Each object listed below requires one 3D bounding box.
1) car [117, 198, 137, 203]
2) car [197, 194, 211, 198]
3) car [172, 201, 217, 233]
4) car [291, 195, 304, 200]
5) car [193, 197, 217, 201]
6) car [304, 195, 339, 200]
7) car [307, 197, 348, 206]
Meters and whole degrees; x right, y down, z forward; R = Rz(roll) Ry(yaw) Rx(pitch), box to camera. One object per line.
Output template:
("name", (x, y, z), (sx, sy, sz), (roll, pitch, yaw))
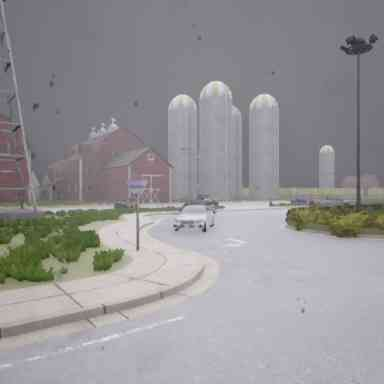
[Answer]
("car", (-8.183, 1.505, 41.508), (1.816, 1.474, 4.193), (0, 0, -37))
("car", (2.199, 1.312, 50.129), (1.905, 1.878, 3.866), (0, 0, -37))
("car", (0.175, 1.526, 20.028), (1.812, 1.442, 4.674), (0, 0, 12))
("car", (21.456, 1.479, 64.796), (2.242, 1.667, 4.611), (0, 0, -37))
("car", (0.561, 1.520, 31.996), (1.784, 1.438, 3.905), (0, 0, -37))
("car", (18.336, 1.309, 45.759), (1.932, 1.855, 4.605), (0, 0, -37))
("car", (15.644, 1.547, 37.422), (5.357, 1.411, 2.033), (0, 0, -37))
